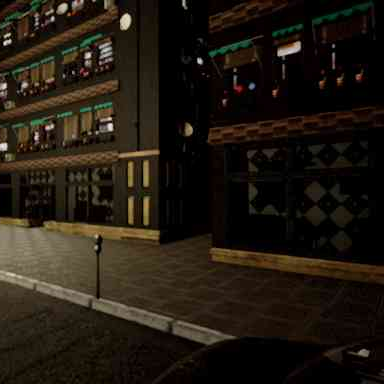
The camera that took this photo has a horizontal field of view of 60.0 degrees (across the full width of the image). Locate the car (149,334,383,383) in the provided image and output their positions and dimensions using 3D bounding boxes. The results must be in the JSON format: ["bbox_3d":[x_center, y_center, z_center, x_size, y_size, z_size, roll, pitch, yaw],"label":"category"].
[{"bbox_3d":[1.572,1.551,1.753,4.403,1.369,2.008,0,0,36],"label":"car"}]
